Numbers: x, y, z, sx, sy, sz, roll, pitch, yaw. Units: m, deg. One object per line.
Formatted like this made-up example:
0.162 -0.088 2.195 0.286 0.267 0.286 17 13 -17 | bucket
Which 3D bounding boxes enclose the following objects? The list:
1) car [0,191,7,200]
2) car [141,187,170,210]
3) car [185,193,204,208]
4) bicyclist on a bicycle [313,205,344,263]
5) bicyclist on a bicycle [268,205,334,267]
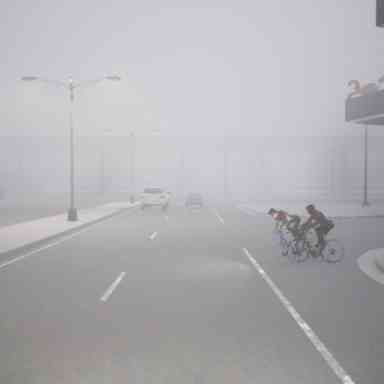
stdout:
-28.753 0.155 46.047 5.566 2.045 2.150 0 1 1 | car
-3.262 0.518 30.392 2.150 2.045 5.566 0 1 0 | car
0.248 0.772 33.589 2.033 1.411 5.357 0 1 1 | car
3.436 1.181 9.254 1.656 1.620 0.582 1 -1 -3 | bicyclist on a bicycle
2.764 1.164 9.450 1.656 1.620 0.582 -19 -17 -21 | bicyclist on a bicycle
